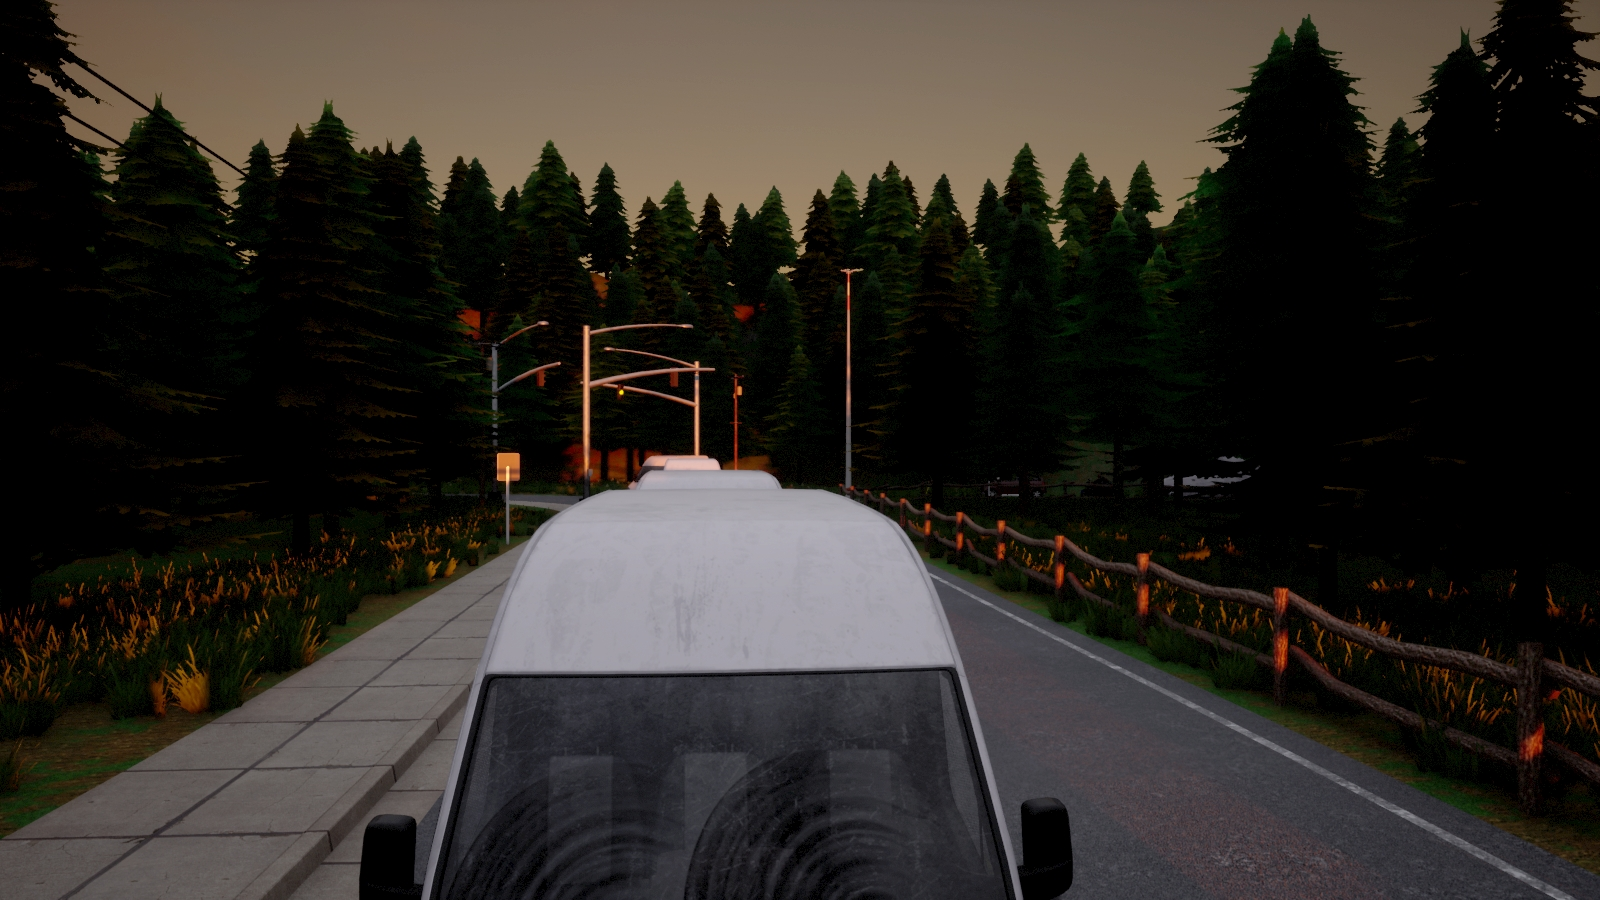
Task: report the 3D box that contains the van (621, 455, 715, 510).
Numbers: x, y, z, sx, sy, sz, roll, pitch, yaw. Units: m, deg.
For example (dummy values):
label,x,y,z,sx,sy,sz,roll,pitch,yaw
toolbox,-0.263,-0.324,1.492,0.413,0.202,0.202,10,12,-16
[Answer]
label,x,y,z,sx,sy,sz,roll,pitch,yaw
van,-6.375,1.515,56.025,1.988,2.561,5.915,0,0,22

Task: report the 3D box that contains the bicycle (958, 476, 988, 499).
label,x,y,z,sx,sy,sz,roll,pitch,yaw
bicycle,9.876,2.158,65.277,1.487,1.276,0.859,0,0,-6

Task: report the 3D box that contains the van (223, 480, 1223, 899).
label,x,y,z,sx,sy,sz,roll,pitch,yaw
van,-0.360,1.499,5.226,1.988,2.561,5.915,0,0,-5

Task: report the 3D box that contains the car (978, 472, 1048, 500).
label,x,y,z,sx,sy,sz,roll,pitch,yaw
car,12.149,2.026,65.282,3.705,1.549,1.789,0,0,3
